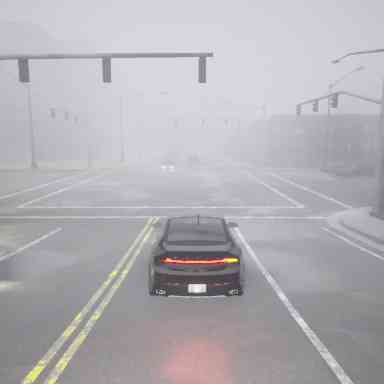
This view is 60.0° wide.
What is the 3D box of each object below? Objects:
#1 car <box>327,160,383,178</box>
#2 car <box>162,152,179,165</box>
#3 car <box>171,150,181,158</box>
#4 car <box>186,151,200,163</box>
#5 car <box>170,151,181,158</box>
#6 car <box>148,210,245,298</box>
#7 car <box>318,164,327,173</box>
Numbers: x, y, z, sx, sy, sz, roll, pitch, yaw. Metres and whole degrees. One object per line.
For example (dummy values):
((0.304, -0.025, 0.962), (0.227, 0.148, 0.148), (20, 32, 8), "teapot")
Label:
((16.686, -2.135, 32.795), (5.357, 1.411, 2.033), (0, 9, 2), "car")
((-3.530, -4.872, 50.648), (2.033, 1.411, 5.357), (0, 9, 0), "car")
((-3.407, -8.060, 70.957), (1.882, 1.535, 5.008), (0, 9, 0), "car")
((0.168, -5.587, 55.023), (1.837, 1.490, 4.892), (0, 9, 0), "car")
((-3.488, -6.625, 60.779), (2.097, 1.767, 4.553), (0, 9, 0), "car")
((0.082, 1.204, 7.984), (1.837, 1.490, 4.892), (0, 4, 0), "car")
((16.322, -2.721, 36.245), (4.902, 1.511, 2.128), (0, 9, 0), "car")
